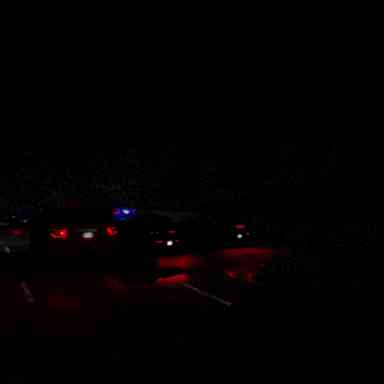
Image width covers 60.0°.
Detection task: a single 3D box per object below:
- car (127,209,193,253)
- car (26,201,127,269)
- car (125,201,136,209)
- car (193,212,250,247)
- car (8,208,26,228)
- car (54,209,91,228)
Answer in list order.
[{"bbox_3d":[-2.147,1.753,15.021,1.837,1.490,4.892,1,-1,-32],"label":"car"},{"bbox_3d":[-4.509,1.404,12.192,2.150,2.045,5.566,1,-1,-32],"label":"car"},{"bbox_3d":[-6.603,1.752,28.635,2.150,2.045,5.566,1,-1,-32],"label":"car"},{"bbox_3d":[0.840,1.787,16.845,2.128,1.511,4.902,1,-1,-32],"label":"car"},{"bbox_3d":[-13.508,1.993,26.489,1.812,1.442,4.674,1,-1,-32],"label":"car"},{"bbox_3d":[-9.836,2.091,27.203,1.895,1.301,4.718,1,-2,-32],"label":"car"}]
